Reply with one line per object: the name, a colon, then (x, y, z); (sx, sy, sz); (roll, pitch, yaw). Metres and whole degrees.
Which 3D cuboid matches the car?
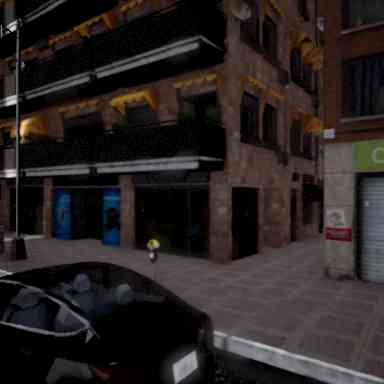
car: (-1.750, 1.560, 4.124); (4.313, 1.339, 1.947); (0, 0, 36)
